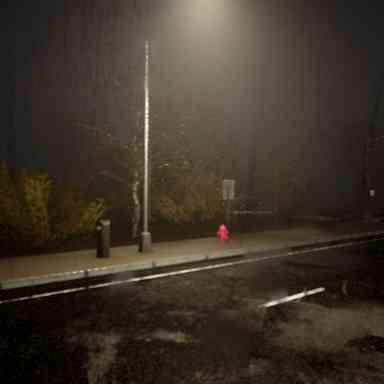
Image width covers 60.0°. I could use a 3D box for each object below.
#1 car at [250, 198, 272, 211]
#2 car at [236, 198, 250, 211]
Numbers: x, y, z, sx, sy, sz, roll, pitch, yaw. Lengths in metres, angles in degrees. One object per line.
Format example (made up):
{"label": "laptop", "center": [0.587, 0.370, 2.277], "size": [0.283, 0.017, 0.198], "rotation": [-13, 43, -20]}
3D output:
{"label": "car", "center": [8.505, 1.569, 43.864], "size": [2.097, 1.767, 4.553], "rotation": [0, -1, -26]}
{"label": "car", "center": [5.069, 1.711, 43.495], "size": [1.837, 1.490, 4.892], "rotation": [0, -1, -26]}
